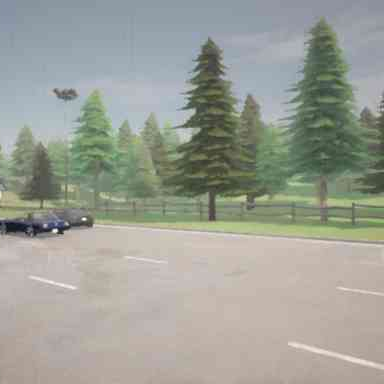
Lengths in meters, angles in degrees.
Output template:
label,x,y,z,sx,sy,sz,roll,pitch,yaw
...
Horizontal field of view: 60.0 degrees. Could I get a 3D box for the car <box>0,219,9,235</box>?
label,x,y,z,sx,sy,sz,roll,pitch,yaw
car,-11.540,1.707,16.518,4.902,1.511,2.128,-1,0,35

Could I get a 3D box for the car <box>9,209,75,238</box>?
label,x,y,z,sx,sy,sz,roll,pitch,yaw
car,-9.121,1.811,19.093,4.718,1.301,1.895,-1,0,35

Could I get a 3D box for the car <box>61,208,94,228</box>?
label,x,y,z,sx,sy,sz,roll,pitch,yaw
car,-8.748,1.797,23.125,4.181,1.385,1.994,-1,0,35
